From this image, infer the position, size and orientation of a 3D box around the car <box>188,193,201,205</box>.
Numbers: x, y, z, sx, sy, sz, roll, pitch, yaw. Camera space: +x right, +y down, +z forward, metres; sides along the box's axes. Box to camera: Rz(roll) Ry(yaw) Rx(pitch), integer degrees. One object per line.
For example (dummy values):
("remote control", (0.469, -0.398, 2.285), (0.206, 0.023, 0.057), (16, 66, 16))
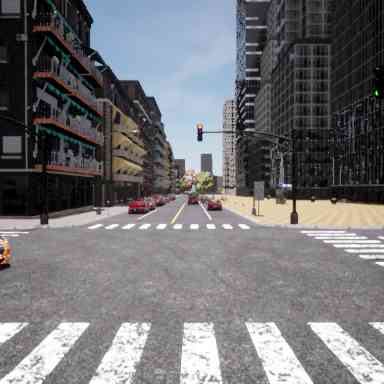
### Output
("car", (0.228, 1.470, 59.770), (1.882, 1.535, 5.008), (0, 0, 0))

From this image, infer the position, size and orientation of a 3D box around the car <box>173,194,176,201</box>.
("car", (-5.522, 1.312, 86.241), (2.192, 1.841, 5.009), (-1, 0, 0))

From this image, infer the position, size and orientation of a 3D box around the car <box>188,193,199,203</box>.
("car", (0.263, 1.215, 70.034), (2.150, 2.045, 5.566), (0, 0, 0))

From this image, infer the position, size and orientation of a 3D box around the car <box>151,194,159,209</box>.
("car", (-5.615, 1.431, 41.049), (1.967, 1.590, 4.097), (-1, 0, 0))

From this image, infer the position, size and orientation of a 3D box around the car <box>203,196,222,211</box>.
("car", (2.733, 1.536, 41.089), (1.887, 1.381, 4.507), (-1, 0, 0))

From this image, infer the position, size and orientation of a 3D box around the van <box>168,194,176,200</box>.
("van", (-5.509, 1.340, 91.889), (1.690, 1.788, 3.998), (-1, 0, 0))

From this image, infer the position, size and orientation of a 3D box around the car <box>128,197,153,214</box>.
("car", (-5.626, 1.536, 35.400), (1.887, 1.381, 4.507), (-1, 0, 0))

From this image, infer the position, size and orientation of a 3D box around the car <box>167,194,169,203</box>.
("car", (-5.580, 1.432, 57.996), (1.967, 1.590, 4.097), (-1, 0, 0))

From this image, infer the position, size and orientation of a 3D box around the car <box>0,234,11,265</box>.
("car", (-7.796, 1.408, 10.027), (4.553, 1.767, 2.097), (0, 1, 20))

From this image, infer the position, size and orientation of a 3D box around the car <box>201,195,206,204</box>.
("car", (2.781, 1.544, 63.685), (2.008, 1.369, 4.403), (-1, 0, 0))

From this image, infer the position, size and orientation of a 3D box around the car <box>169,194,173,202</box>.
("car", (-5.554, 1.575, 69.294), (1.802, 1.307, 4.206), (-1, 0, 0))

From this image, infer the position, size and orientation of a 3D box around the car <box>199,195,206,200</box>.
("car", (2.841, 1.524, 92.100), (1.752, 1.417, 4.829), (-1, 0, 0))

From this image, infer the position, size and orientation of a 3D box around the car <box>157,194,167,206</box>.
("car", (-5.593, 1.306, 52.348), (2.192, 1.841, 5.009), (-1, 0, 0))

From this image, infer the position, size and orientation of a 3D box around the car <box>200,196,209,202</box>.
("car", (2.805, 1.539, 74.983), (1.887, 1.381, 4.507), (-1, 0, 0))
